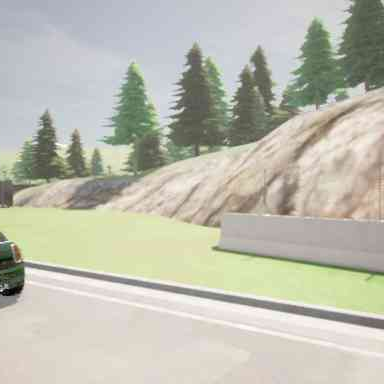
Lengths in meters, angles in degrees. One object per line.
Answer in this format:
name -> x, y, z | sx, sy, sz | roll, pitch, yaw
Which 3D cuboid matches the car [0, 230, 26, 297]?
car -> -5.677, 1.308, 7.031 | 4.553, 1.767, 2.097 | 0, 1, 30
